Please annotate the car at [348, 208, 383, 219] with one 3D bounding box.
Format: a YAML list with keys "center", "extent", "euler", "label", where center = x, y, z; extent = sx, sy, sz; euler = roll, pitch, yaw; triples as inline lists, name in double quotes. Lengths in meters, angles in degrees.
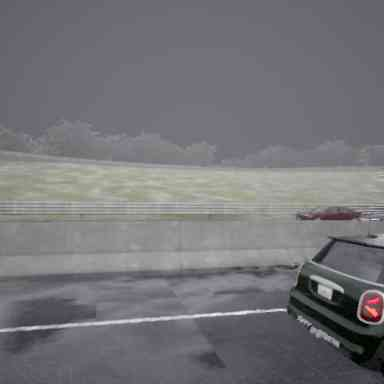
- center: [13.334, 1.758, 21.899]
  extent: [4.902, 1.511, 2.128]
  euler: [1, 0, -13]
  label: "car"

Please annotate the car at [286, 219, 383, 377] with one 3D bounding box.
- center: [3.880, 1.419, 5.051]
  extent: [4.553, 1.767, 2.097]
  euler: [1, 0, -13]
  label: "car"

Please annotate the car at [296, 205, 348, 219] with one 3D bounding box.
- center: [10.186, 1.700, 24.748]
  extent: [5.008, 1.535, 1.882]
  euler: [1, 0, -13]
  label: "car"
